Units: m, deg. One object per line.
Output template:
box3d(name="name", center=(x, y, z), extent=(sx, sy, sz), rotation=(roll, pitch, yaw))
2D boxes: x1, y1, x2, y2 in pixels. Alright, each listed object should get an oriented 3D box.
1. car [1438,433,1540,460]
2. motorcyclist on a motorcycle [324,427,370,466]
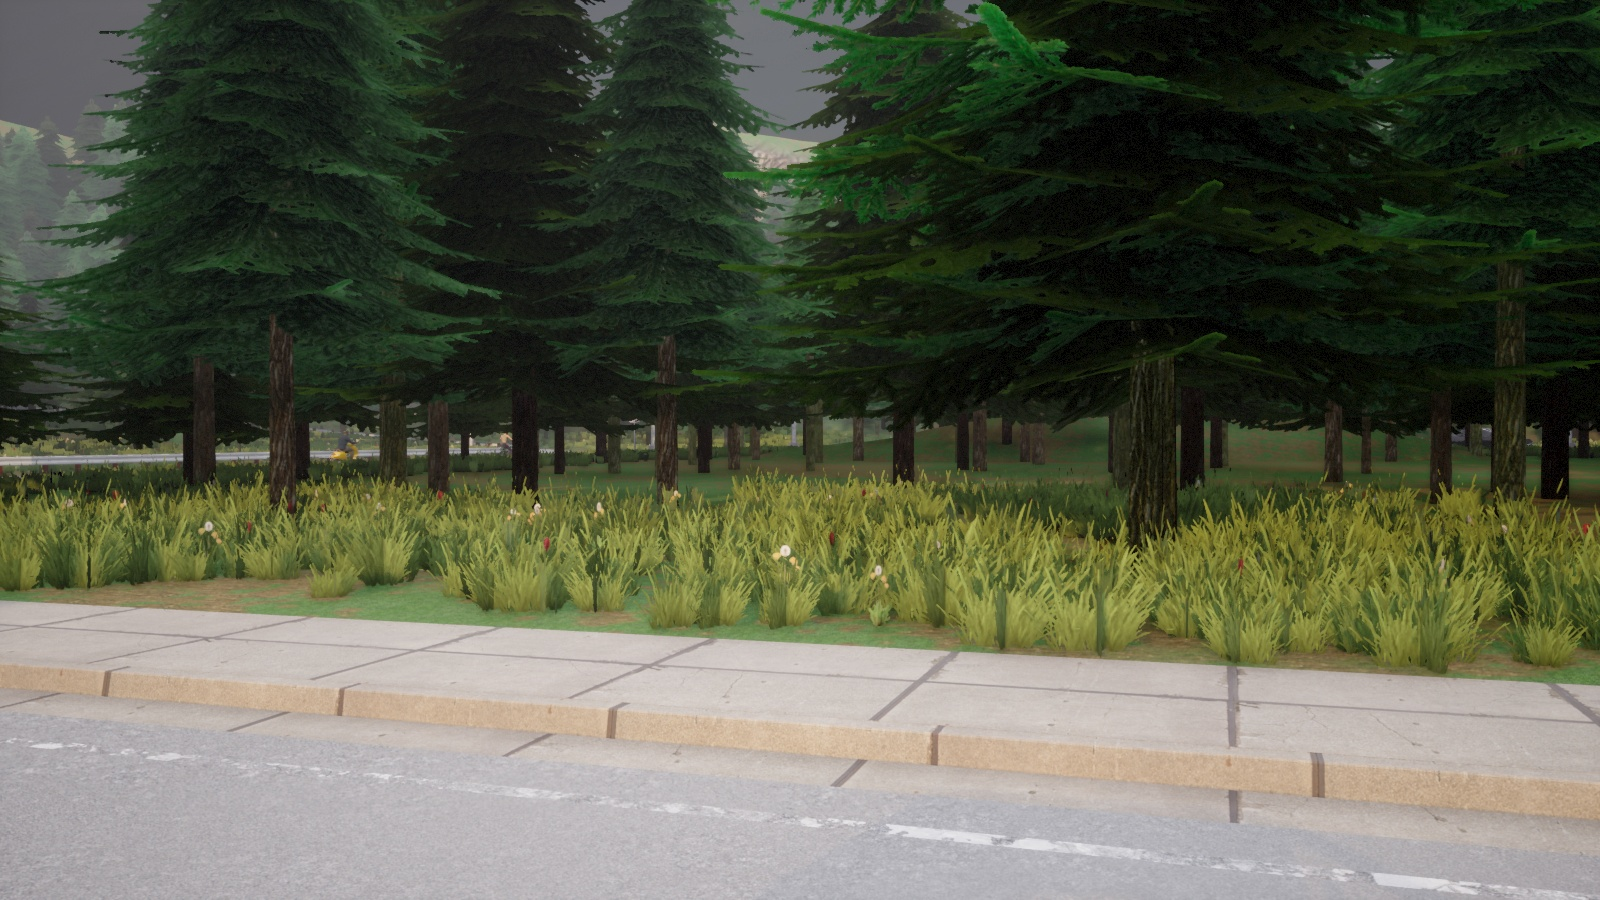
box3d(name="car", center=(39.945, -0.213, 72.914), extent=(1.837, 1.490, 4.892), rotation=(0, 1, -37))
box3d(name="motorcyclist on a motorcycle", center=(-19.070, -0.165, 52.876), extent=(0.866, 1.590, 1.817), rotation=(1, 1, 19))
